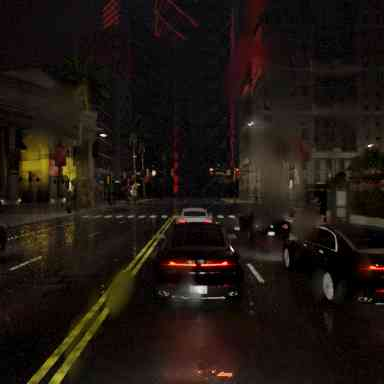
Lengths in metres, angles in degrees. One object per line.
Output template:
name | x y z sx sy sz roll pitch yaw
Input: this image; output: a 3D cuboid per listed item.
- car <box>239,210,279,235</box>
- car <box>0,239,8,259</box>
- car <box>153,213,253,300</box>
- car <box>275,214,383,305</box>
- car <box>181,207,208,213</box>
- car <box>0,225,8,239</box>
car | 3.622 1.601 17.372 1.895 1.301 4.718 0 0 0
car | -3.595 1.504 2.636 1.837 1.490 4.892 0 0 0
car | 0.120 1.505 8.378 1.837 1.490 4.892 0 0 0
car | 3.623 1.505 8.050 1.837 1.490 4.892 0 0 0
car | 0.119 1.525 17.478 1.812 1.442 4.674 0 0 0
car | -7.078 1.492 9.148 2.128 1.511 4.902 0 0 0
